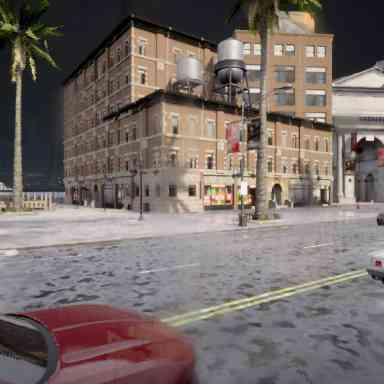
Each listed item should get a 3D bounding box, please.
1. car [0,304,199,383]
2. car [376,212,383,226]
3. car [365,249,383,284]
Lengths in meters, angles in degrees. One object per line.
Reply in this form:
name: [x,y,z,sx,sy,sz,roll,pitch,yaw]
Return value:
car: [-2.214,1.478,2.080,5.008,1.535,1.882,0,0,-36]
car: [14.266,1.541,22.328,4.674,1.442,1.812,0,0,-35]
car: [6.321,1.601,8.120,4.718,1.301,1.895,0,0,-35]
